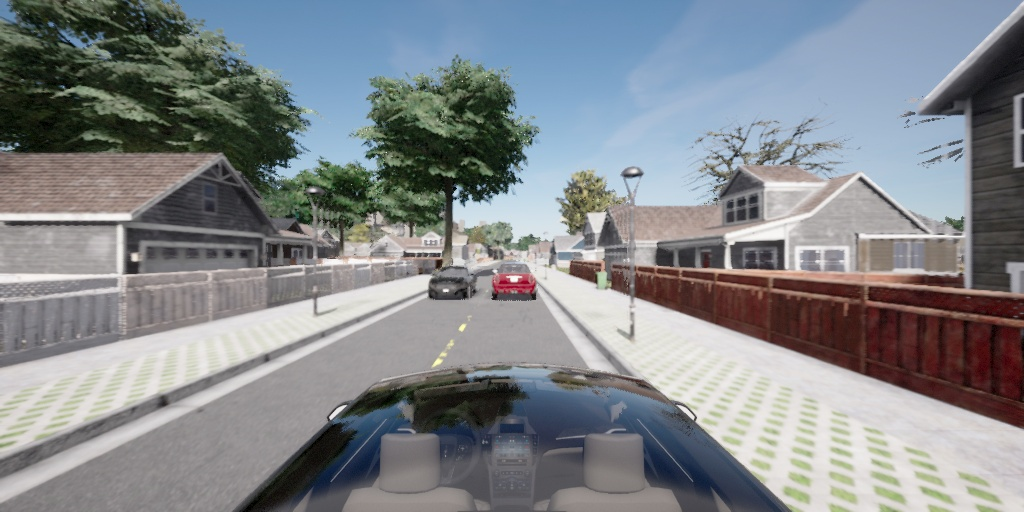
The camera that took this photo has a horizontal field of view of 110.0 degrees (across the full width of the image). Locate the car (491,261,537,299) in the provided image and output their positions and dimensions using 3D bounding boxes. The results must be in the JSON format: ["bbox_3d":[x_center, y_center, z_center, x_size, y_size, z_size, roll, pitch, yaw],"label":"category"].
[{"bbox_3d":[0.097,1.087,18.207,2.097,1.767,4.553,0,0,0],"label":"car"}]

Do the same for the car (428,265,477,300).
[{"bbox_3d":[-2.852,1.213,17.960,1.882,1.535,5.008,0,0,0],"label":"car"}]
